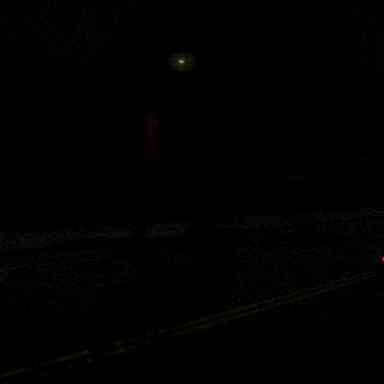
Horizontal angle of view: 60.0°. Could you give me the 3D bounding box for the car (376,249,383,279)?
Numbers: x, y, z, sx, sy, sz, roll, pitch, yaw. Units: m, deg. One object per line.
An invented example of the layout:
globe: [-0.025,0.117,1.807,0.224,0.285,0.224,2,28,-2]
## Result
car: [6.717,1.532,8.295,5.357,1.411,2.033,0,0,-35]
